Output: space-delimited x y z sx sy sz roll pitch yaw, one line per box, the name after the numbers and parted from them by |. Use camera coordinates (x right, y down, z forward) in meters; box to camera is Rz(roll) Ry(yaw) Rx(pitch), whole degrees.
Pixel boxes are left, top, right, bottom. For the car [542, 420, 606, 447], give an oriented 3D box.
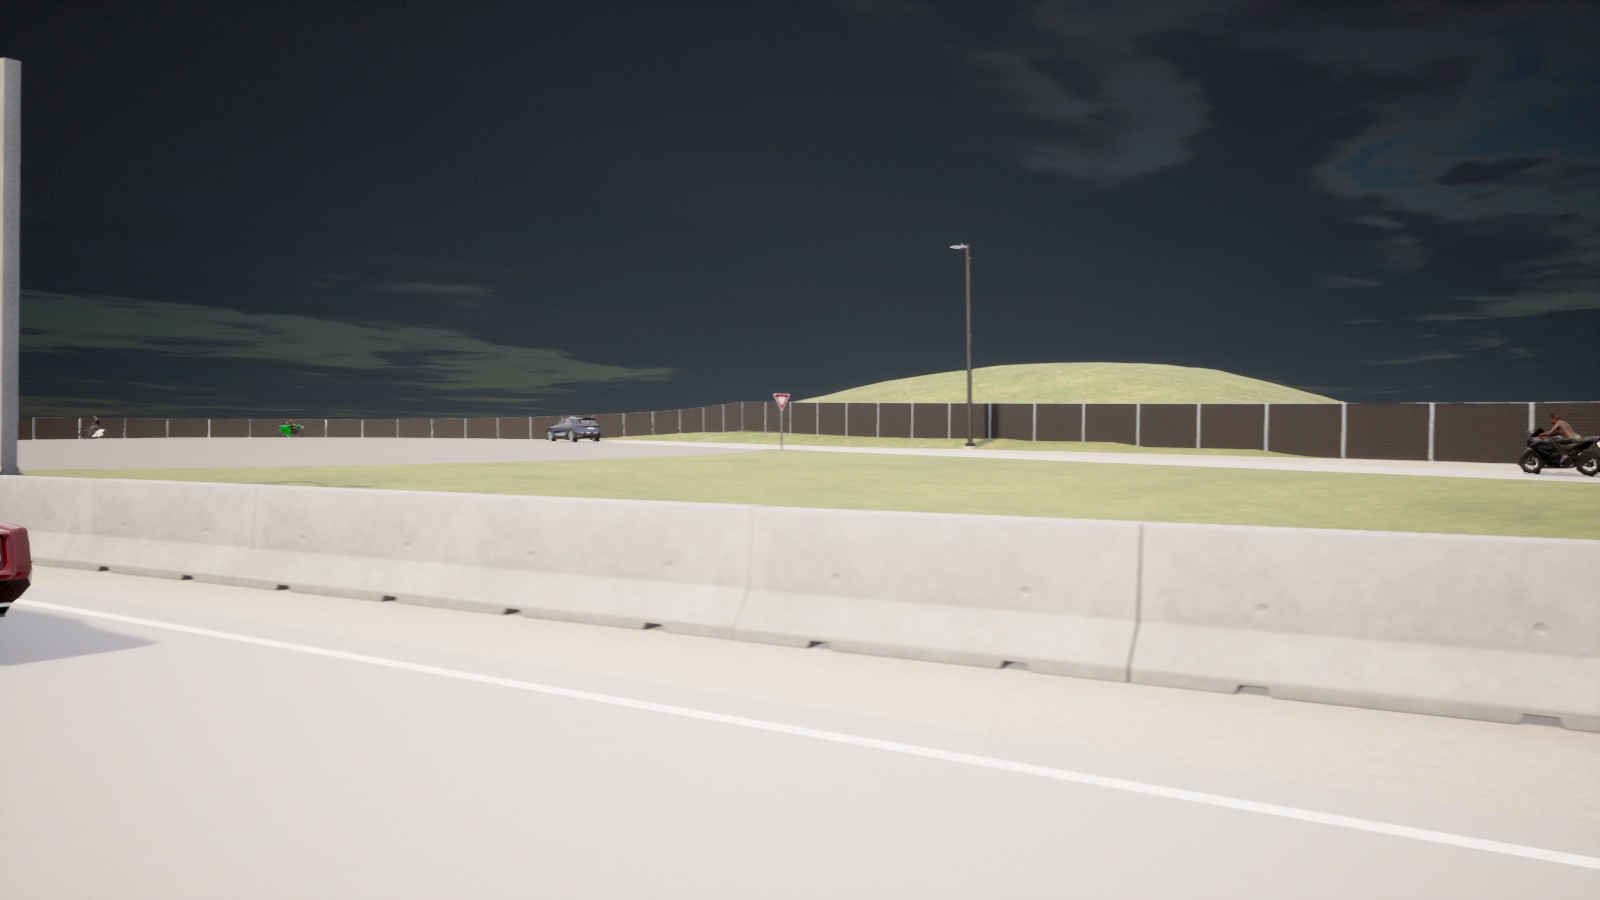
-14.610 -1.080 81.002 2.033 1.649 4.856 -2 2 -38 | car

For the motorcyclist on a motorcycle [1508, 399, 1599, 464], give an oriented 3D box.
18.467 -0.460 30.533 0.797 1.523 2.044 -2 1 -29 | motorcyclist on a motorcycle

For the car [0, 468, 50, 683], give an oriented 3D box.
-7.223 0.783 8.426 4.718 1.301 1.895 0 1 34 | car
